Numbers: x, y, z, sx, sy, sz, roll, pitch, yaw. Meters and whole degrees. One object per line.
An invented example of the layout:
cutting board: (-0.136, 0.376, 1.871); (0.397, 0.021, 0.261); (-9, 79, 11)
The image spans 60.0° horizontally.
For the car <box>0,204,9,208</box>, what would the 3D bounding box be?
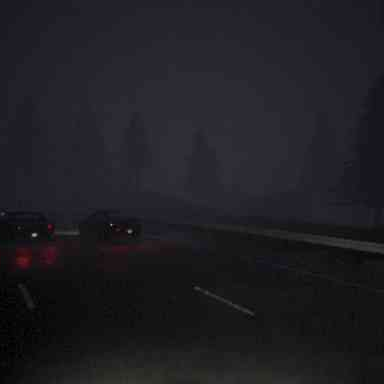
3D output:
car: (-19.240, 1.748, 32.217); (4.718, 1.301, 1.895); (0, 0, 39)

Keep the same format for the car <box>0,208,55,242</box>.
car: (-8.679, 1.679, 17.015); (1.895, 1.301, 4.718); (0, 0, -40)

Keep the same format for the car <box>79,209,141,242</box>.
car: (-4.252, 1.606, 17.034); (1.812, 1.442, 4.674); (0, 0, -37)
